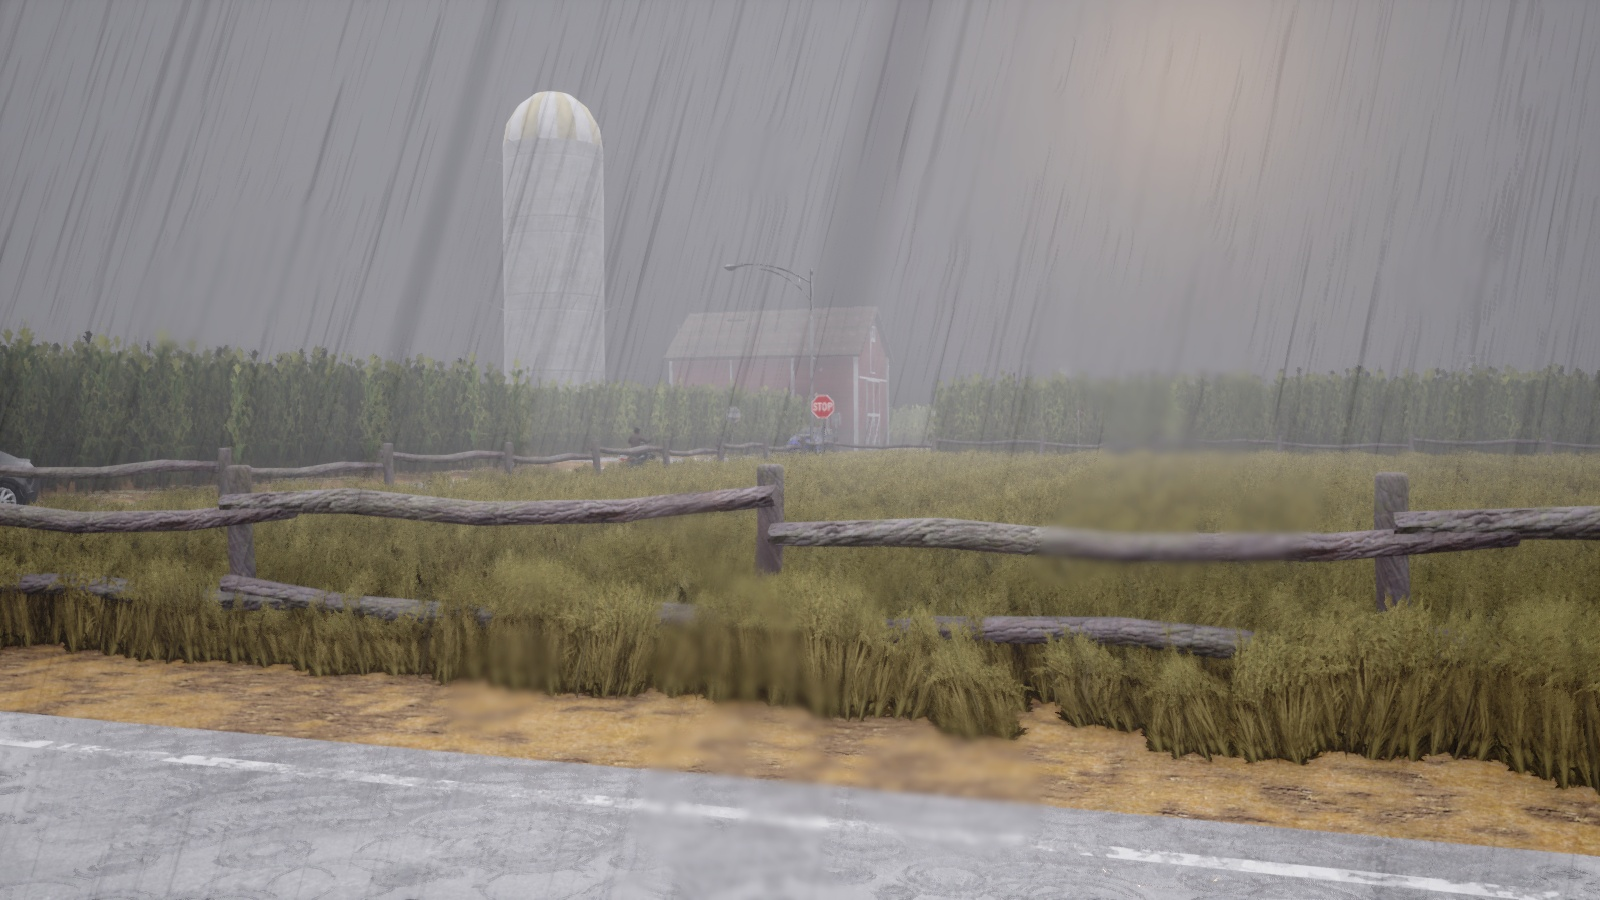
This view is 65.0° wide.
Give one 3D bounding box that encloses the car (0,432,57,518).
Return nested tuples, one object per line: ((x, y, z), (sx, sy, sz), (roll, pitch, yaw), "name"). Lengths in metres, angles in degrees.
((-15.187, 0.441, 20.839), (1.837, 1.490, 4.892), (1, 1, 19), "car")

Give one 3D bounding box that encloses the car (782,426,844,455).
((0.742, -0.510, 67.887), (2.007, 1.525, 4.514), (1, 0, 19), "car")

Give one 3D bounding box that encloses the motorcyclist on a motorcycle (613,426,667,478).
((-5.167, 0.037, 40.763), (0.766, 1.649, 2.350), (1, 1, 19), "motorcyclist on a motorcycle")
